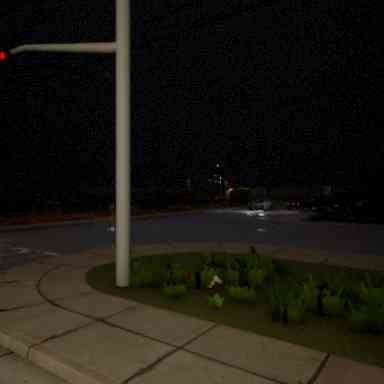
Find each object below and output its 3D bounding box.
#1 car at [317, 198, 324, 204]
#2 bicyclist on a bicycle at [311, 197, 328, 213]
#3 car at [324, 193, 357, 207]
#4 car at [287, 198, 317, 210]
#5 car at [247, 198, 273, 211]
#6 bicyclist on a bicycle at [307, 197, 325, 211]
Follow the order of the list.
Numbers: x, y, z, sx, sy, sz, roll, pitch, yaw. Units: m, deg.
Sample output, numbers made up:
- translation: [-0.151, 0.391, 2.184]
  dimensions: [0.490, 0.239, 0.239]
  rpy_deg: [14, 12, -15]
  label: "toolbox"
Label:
- translation: [19.528, 1.574, 50.355]
  dimensions: [1.895, 1.301, 4.718]
  rpy_deg: [0, 0, 34]
  label: "car"
- translation: [13.476, 1.350, 35.165]
  dimensions: [1.656, 1.620, 0.582]
  rpy_deg: [-1, 0, 16]
  label: "bicyclist on a bicycle"
- translation: [19.182, 1.118, 42.499]
  dimensions: [1.905, 1.878, 3.866]
  rpy_deg: [-6, -1, -8]
  label: "car"
- translation: [13.498, 1.460, 41.537]
  dimensions: [2.033, 1.411, 5.357]
  rpy_deg: [-1, -1, 35]
  label: "car"
- translation: [8.444, 1.488, 40.553]
  dimensions: [1.812, 1.442, 4.674]
  rpy_deg: [0, 0, 35]
  label: "car"
- translation: [12.914, 1.358, 34.890]
  dimensions: [1.656, 1.620, 0.582]
  rpy_deg: [-1, 0, 23]
  label: "bicyclist on a bicycle"
